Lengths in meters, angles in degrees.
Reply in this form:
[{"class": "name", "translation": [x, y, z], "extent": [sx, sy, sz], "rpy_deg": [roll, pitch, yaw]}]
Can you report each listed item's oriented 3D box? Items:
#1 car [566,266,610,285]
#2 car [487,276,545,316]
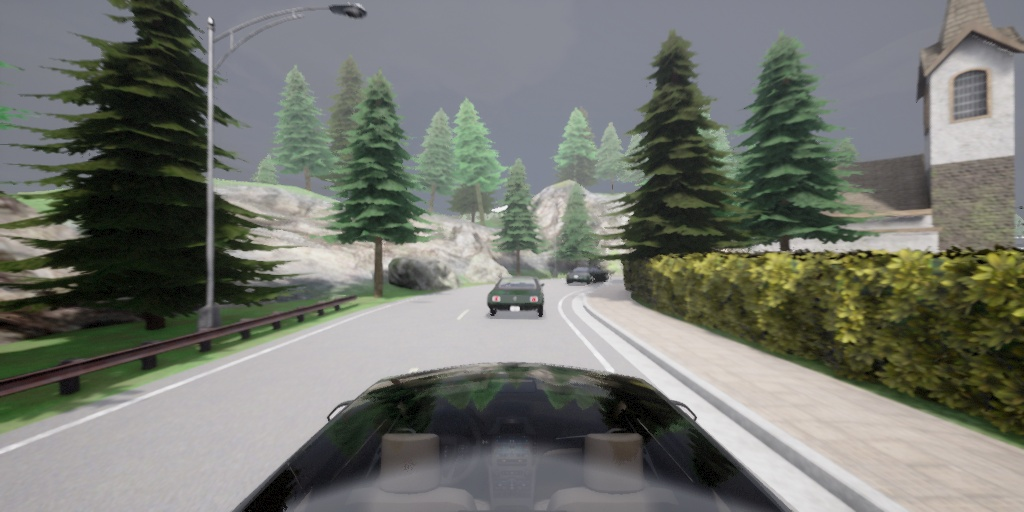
[{"class": "car", "translation": [5.883, 1.450, 27.430], "extent": [1.994, 1.385, 4.181], "rpy_deg": [0, 0, 39]}, {"class": "car", "translation": [0.306, 1.414, 13.652], "extent": [1.895, 1.301, 4.718], "rpy_deg": [0, 0, 5]}]
